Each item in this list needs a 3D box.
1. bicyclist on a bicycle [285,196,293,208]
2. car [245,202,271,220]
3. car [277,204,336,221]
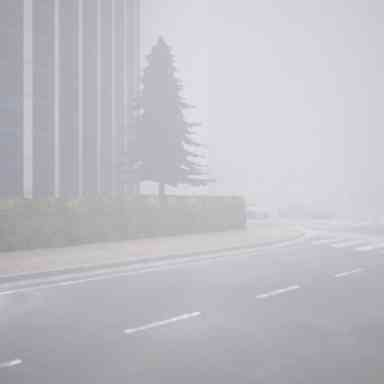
[{"bbox_3d":[12.949,1.357,44.227,1.656,1.620,0.582,0,0,-36],"label":"bicyclist on a bicycle"},{"bbox_3d":[4.726,1.582,29.179,1.812,1.442,4.674,0,0,-36],"label":"car"},{"bbox_3d":[9.660,1.657,28.321,1.895,1.301,4.718,0,0,-36],"label":"car"}]
